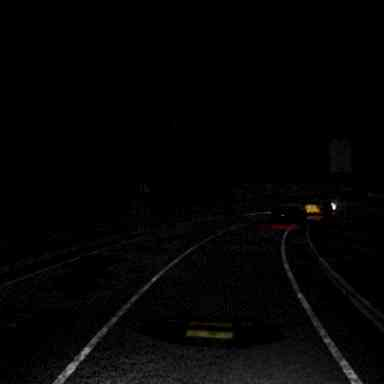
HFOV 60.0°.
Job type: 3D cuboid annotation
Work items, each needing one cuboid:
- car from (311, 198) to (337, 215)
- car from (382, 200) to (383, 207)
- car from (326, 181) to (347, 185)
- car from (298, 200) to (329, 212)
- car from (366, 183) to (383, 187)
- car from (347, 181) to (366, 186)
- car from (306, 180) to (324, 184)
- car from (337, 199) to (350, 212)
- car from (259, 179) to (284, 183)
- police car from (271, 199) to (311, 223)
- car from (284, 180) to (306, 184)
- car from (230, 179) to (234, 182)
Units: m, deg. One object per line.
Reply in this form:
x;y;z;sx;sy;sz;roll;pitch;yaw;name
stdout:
12.515;1.428;33.201;1.801;1.575;5.366;-3;-2;37;car
30.973;1.398;50.253;4.553;1.767;2.097;0;-4;-28;car
33.908;-1.883;80.142;5.008;1.535;2.097;1;-5;-14;car
15.950;1.788;43.564;4.181;1.385;1.994;0;-3;-43;car
44.710;-1.552;83.274;4.792;1.488;2.163;2;-5;-17;car
39.230;-1.865;81.627;4.553;1.767;2.185;2;-5;-15;car
28.533;-1.977;78.770;4.674;1.452;2.002;1;-5;-13;car
16.064;1.508;37.455;1.812;1.442;4.674;-4;-3;43;car
17.731;-2.230;76.373;4.892;1.521;2.231;1;-5;-12;car
7.384;1.388;25.049;1.930;1.638;5.238;-2;-1;27;police car
23.129;-2.136;77.520;4.892;1.521;2.231;1;-5;-12;car
7.026;-2.515;74.123;4.553;1.767;2.185;1;-5;-12;car
